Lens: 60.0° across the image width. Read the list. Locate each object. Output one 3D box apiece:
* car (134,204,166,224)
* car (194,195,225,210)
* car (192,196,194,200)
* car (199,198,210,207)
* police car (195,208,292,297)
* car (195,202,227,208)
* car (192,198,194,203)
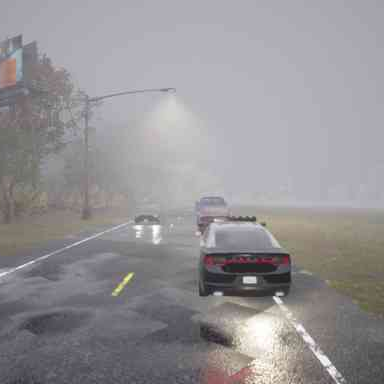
[{"bbox_3d":[-3.135,1.635,25.839,2.033,1.411,5.357,0,0,2],"label":"car"},{"bbox_3d":[1.465,1.304,24.630,2.150,2.045,5.566,0,0,2],"label":"car"},{"bbox_3d":[1.290,1.883,86.068,2.150,2.045,5.566,0,-1,6],"label":"car"},{"bbox_3d":[2.265,1.850,59.382,1.882,1.535,5.008,0,-1,4],"label":"car"},{"bbox_3d":[1.108,1.438,8.766,1.930,1.638,5.238,0,0,1],"label":"police car"},{"bbox_3d":[1.292,1.526,18.621,1.882,1.535,5.008,0,0,1],"label":"car"},{"bbox_3d":[1.442,1.780,46.570,1.812,1.442,4.674,0,-1,4],"label":"car"}]
